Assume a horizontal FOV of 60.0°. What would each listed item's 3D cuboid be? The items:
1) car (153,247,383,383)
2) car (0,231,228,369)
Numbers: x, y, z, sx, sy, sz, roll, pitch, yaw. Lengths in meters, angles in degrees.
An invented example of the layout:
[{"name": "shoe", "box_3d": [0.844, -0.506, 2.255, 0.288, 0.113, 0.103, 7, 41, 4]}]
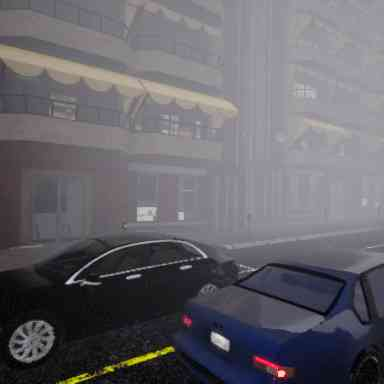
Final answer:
[{"name": "car", "box_3d": [2.320, 1.550, 4.812, 5.357, 1.411, 2.033, 0, 0, -35]}, {"name": "car", "box_3d": [-1.354, 1.506, 5.817, 4.892, 1.490, 1.837, 0, 0, -36]}]
